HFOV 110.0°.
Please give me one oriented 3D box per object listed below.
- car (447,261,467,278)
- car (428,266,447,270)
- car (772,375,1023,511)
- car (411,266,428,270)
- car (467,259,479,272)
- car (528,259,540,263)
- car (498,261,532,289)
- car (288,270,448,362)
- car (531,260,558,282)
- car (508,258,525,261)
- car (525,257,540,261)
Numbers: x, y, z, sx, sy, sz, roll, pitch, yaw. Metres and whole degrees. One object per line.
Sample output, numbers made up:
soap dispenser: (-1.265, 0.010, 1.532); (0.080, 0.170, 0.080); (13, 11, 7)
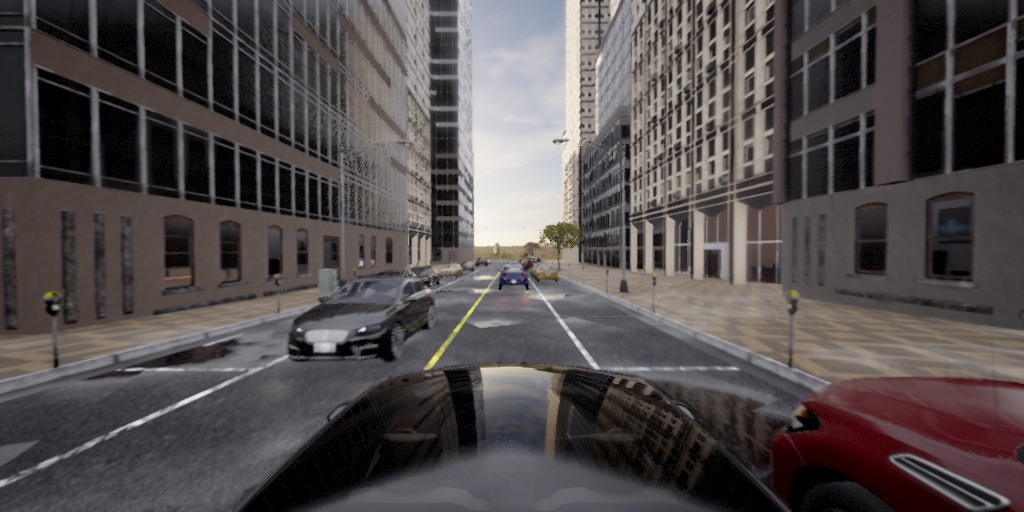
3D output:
car: (-5.680, 1.291, 34.119); (1.751, 1.417, 4.829); (0, 0, 0)
car: (-5.683, 1.334, 22.940); (1.948, 1.339, 4.313); (0, 0, 0)
car: (2.694, 1.059, 0.183); (2.192, 1.841, 5.009); (0, 0, 0)
car: (-5.684, 1.334, 17.266); (1.948, 1.339, 4.313); (0, 0, 0)
car: (-5.678, 1.344, 45.638); (1.802, 1.307, 4.207); (0, 0, 0)
car: (2.701, 1.276, 34.403); (1.751, 1.417, 4.829); (0, 0, 0)
car: (0.105, 1.283, 22.882); (1.812, 1.442, 4.674); (0, 0, 0)
car: (-3.090, 1.252, 8.371); (2.128, 1.511, 4.902); (0, 0, 0)
car: (2.700, 1.277, 28.729); (1.751, 1.417, 4.829); (0, 0, 0)
car: (0.110, 1.243, 44.279); (2.128, 1.511, 4.902); (0, 0, 0)
car: (2.703, 1.061, 45.583); (2.192, 1.841, 5.009); (0, 0, 0)
